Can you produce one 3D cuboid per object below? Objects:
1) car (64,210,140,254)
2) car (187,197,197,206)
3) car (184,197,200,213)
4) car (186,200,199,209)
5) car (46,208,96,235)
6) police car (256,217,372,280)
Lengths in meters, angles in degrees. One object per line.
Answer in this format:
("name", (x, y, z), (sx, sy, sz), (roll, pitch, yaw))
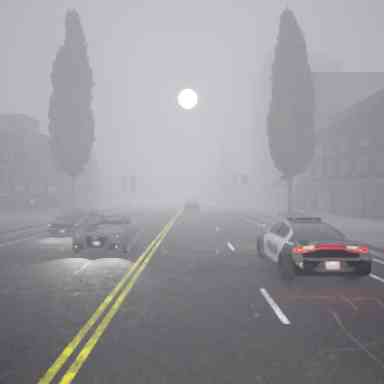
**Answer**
("car", (-3.342, 1.602, 13.593), (1.994, 1.385, 4.181), (0, 0, 0))
("car", (0.016, 2.091, 73.666), (2.150, 2.045, 5.566), (0, -1, 0))
("car", (0.005, 1.770, 41.867), (1.882, 1.535, 5.008), (0, -1, 0))
("car", (0.112, 2.045, 55.438), (2.033, 1.411, 5.357), (0, -1, 0))
("car", (-6.585, 1.627, 19.533), (2.033, 1.411, 5.357), (0, 0, 0))
("police car", (3.252, 1.527, 10.087), (2.038, 1.542, 4.974), (0, 0, 0))
